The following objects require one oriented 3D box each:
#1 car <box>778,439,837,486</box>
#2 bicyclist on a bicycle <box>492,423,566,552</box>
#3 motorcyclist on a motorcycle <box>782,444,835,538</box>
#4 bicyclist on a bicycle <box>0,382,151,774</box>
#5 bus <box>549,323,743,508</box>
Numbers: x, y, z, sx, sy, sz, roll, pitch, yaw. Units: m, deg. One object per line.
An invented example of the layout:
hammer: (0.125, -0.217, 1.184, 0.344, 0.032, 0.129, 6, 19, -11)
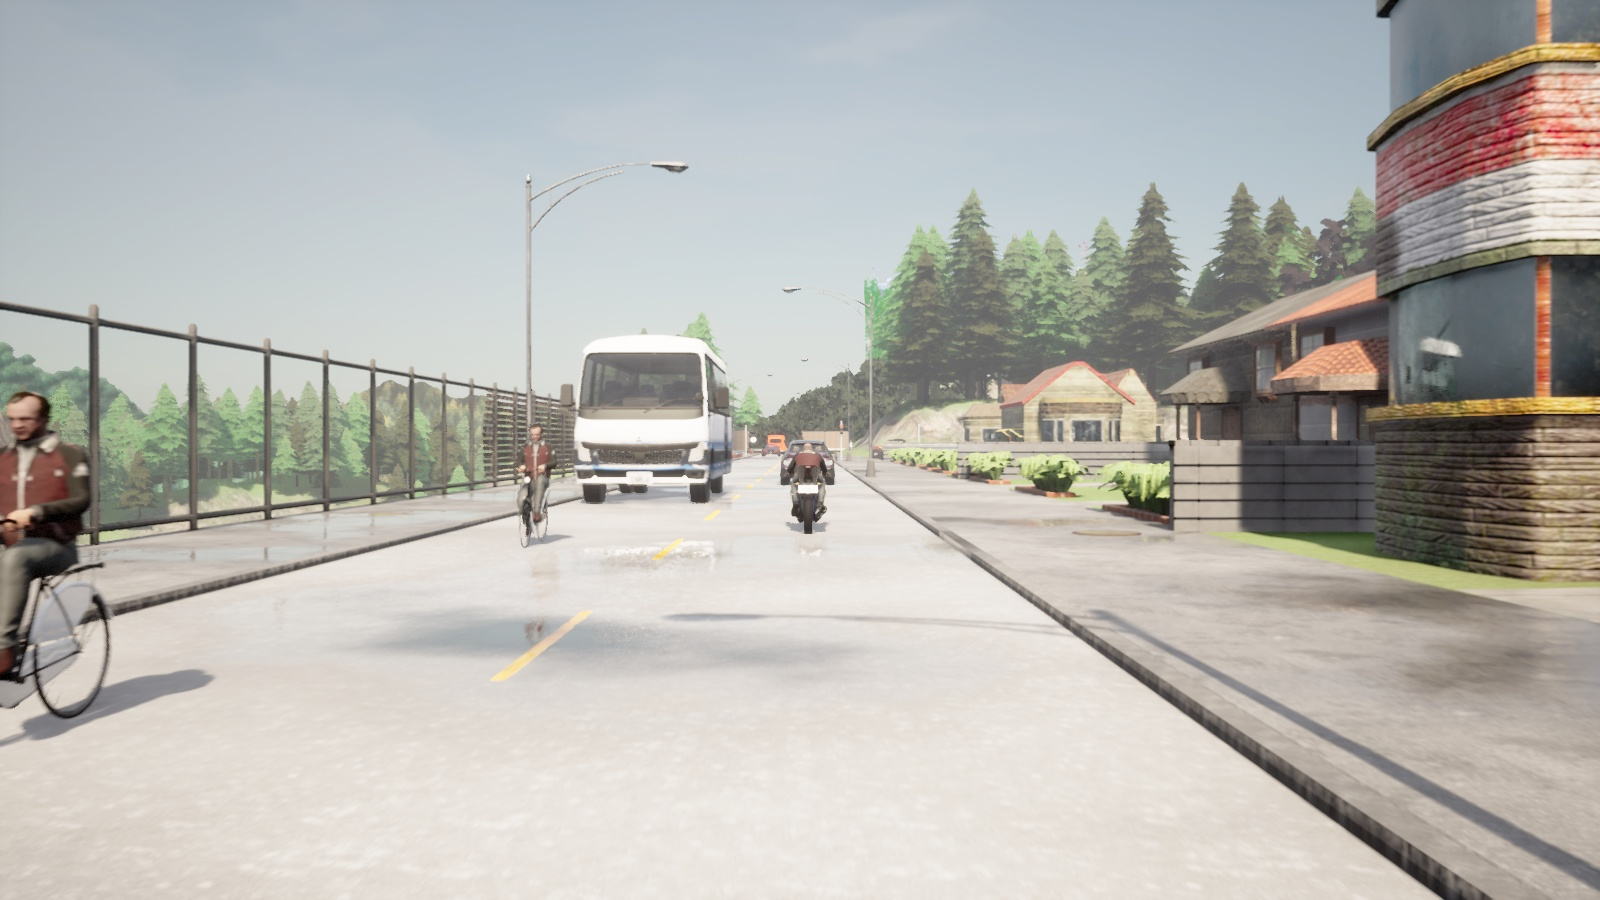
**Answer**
car: (0.277, 0.417, 46.052, 2.033, 1.649, 4.856, 0, 0, 0)
bicyclist on a bicycle: (-3.882, 0.512, 18.114, 0.659, 1.776, 1.843, 0, 0, 0)
motorcyclist on a motorcycle: (0.138, 0.660, 21.600, 0.866, 1.530, 2.191, 0, 0, 0)
bicyclist on a bicycle: (-3.950, 0.580, 6.079, 0.659, 1.776, 1.843, 0, 0, 0)
bus: (-3.790, -0.825, 34.101, 3.944, 4.253, 10.273, 0, 0, 0)
